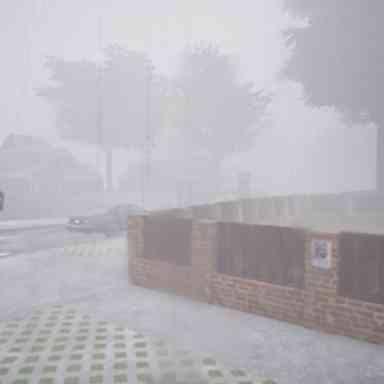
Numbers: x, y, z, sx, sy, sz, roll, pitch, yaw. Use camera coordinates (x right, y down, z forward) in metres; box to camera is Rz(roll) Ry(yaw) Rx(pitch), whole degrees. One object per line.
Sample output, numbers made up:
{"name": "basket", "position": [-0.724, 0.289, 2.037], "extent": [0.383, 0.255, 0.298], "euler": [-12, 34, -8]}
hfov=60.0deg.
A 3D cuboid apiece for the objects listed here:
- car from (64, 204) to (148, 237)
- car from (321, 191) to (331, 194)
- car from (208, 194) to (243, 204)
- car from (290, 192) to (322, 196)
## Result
{"name": "car", "position": [-3.420, 1.264, 16.120], "extent": [2.033, 1.411, 5.357], "euler": [0, 1, 35]}
{"name": "car", "position": [19.666, 0.611, 49.026], "extent": [1.882, 1.535, 5.008], "euler": [0, 1, 35]}
{"name": "car", "position": [3.332, 0.974, 30.701], "extent": [1.882, 1.535, 5.008], "euler": [0, 1, 35]}
{"name": "car", "position": [14.118, 0.909, 41.031], "extent": [1.895, 1.301, 4.718], "euler": [0, 1, 36]}
